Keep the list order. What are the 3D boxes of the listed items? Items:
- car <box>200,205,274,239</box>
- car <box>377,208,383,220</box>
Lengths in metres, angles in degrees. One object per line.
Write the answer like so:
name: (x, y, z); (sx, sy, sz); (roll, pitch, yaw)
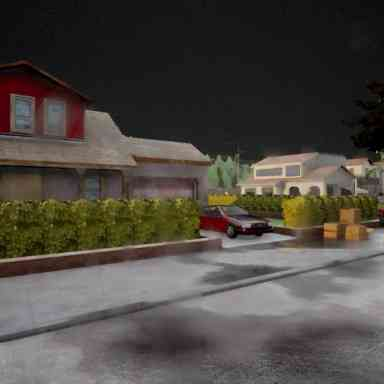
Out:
car: (1.530, 1.356, 16.517); (2.033, 1.415, 5.357); (0, 0, -33)
car: (14.638, 1.601, 28.205); (1.895, 1.301, 4.718); (0, 0, -36)
